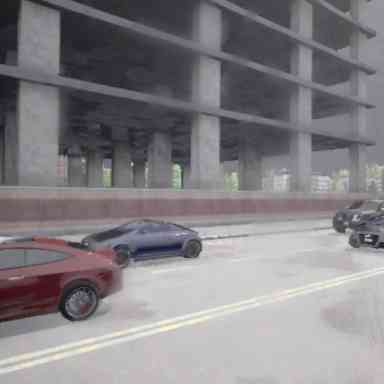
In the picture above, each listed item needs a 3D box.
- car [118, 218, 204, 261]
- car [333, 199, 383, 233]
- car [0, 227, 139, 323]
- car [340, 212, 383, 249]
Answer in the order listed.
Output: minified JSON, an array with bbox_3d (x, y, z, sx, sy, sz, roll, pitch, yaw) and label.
[{"bbox_3d":[-1.646,1.625,11.389,4.181,1.385,1.994,1,-1,-35],"label":"car"},{"bbox_3d":[10.972,1.480,20.344,5.566,2.045,2.150,1,-1,-35],"label":"car"},{"bbox_3d":[-3.500,1.528,5.798,4.674,1.442,1.812,1,0,-35],"label":"car"},{"bbox_3d":[8.621,1.753,14.315,4.181,1.385,1.994,1,-1,-35],"label":"car"}]
